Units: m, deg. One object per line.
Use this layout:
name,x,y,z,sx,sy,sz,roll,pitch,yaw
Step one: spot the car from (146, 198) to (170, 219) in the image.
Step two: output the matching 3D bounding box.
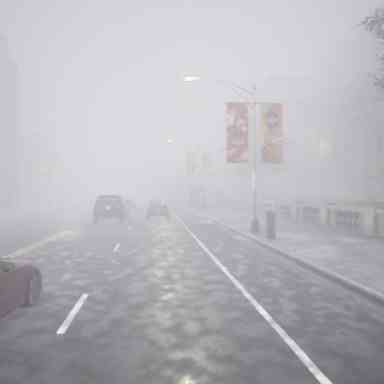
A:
car,-2.964,1.477,28.986,2.128,1.511,4.902,0,0,-7

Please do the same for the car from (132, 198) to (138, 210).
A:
car,-8.004,1.503,42.234,1.837,1.490,4.892,0,0,-7

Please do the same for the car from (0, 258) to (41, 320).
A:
car,-3.872,1.542,4.903,1.812,1.442,4.674,0,0,-4

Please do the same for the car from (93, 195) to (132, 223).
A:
car,-6.091,1.225,25.498,2.150,2.045,5.566,0,0,-6

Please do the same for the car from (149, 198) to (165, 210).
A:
car,-4.752,1.526,44.591,2.033,1.411,5.357,0,0,-7
